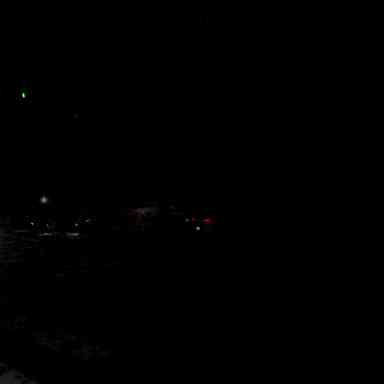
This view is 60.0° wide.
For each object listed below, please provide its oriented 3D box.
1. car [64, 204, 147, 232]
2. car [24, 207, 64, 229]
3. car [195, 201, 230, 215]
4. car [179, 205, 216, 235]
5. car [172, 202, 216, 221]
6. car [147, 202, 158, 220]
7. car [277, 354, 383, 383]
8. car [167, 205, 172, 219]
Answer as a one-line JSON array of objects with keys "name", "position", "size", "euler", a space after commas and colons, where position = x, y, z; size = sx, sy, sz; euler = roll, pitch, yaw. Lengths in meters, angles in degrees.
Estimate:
[{"name": "car", "position": [-5.328, 1.632, 21.139], "size": [1.812, 1.442, 4.674], "euler": [1, 0, 35]}, {"name": "car", "position": [-8.542, 1.652, 22.229], "size": [1.895, 1.301, 4.718], "euler": [1, 0, 35]}, {"name": "car", "position": [2.348, 1.777, 37.596], "size": [1.994, 1.385, 4.181], "euler": [1, 0, 36]}, {"name": "car", "position": [1.727, 1.719, 19.515], "size": [2.128, 1.511, 4.902], "euler": [1, 0, 35]}, {"name": "car", "position": [1.071, 1.701, 24.212], "size": [2.128, 1.511, 4.902], "euler": [1, 0, 35]}, {"name": "car", "position": [-3.406, 1.653, 29.486], "size": [1.812, 1.442, 4.674], "euler": [1, 0, 35]}, {"name": "car", "position": [2.408, 1.545, 1.243], "size": [4.507, 1.381, 1.887], "euler": [0, 1, 35]}, {"name": "car", "position": [0.023, 1.677, 28.706], "size": [2.128, 1.511, 4.902], "euler": [1, 0, 35]}]
